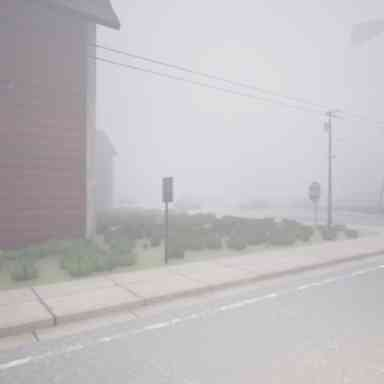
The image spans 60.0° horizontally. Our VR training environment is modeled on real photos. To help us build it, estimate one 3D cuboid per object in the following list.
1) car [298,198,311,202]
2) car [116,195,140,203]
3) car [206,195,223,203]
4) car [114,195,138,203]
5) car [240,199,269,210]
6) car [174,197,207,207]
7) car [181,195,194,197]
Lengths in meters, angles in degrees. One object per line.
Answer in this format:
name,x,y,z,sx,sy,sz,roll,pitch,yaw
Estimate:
car,17.860,1.677,52.103,3.905,1.438,1.784,0,0,-36
car,-10.368,1.410,54.970,1.812,1.442,4.674,0,0,-37
car,4.404,1.463,70.111,4.605,1.855,1.932,0,0,-36
car,-14.576,1.585,73.556,4.611,1.667,2.242,0,0,-36
car,8.200,1.616,43.523,4.193,1.474,1.816,0,0,-36
car,-0.544,1.645,41.603,1.994,1.385,4.181,0,0,-37
car,-0.242,1.420,54.051,3.866,1.878,1.905,0,0,-36
